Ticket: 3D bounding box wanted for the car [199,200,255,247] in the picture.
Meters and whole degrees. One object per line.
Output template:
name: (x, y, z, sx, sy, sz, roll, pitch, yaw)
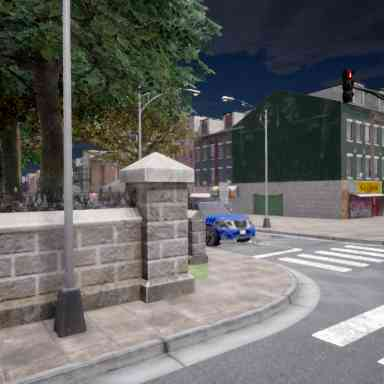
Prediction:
car: (0.593, 1.417, 16.588, 2.150, 2.045, 5.566, -1, 0, -35)
